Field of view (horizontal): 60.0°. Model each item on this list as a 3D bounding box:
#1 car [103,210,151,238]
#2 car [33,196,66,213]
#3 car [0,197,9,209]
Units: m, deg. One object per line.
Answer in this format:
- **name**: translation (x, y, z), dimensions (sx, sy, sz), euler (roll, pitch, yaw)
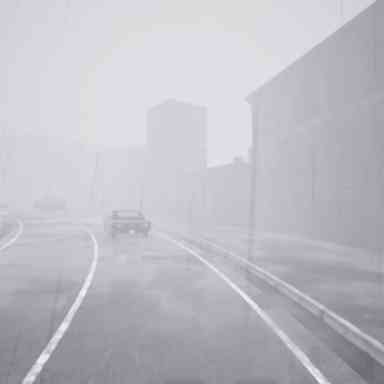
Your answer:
- **car**: translation (-3.679, 1.628, 18.112), dimensions (1.895, 1.301, 4.718), euler (1, 0, -21)
- **car**: translation (-15.372, 1.231, 35.859), dimensions (2.097, 1.767, 4.553), euler (4, -2, -44)
- **car**: translation (-22.057, 1.100, 36.951), dimensions (4.674, 1.442, 1.812), euler (2, -2, 39)
